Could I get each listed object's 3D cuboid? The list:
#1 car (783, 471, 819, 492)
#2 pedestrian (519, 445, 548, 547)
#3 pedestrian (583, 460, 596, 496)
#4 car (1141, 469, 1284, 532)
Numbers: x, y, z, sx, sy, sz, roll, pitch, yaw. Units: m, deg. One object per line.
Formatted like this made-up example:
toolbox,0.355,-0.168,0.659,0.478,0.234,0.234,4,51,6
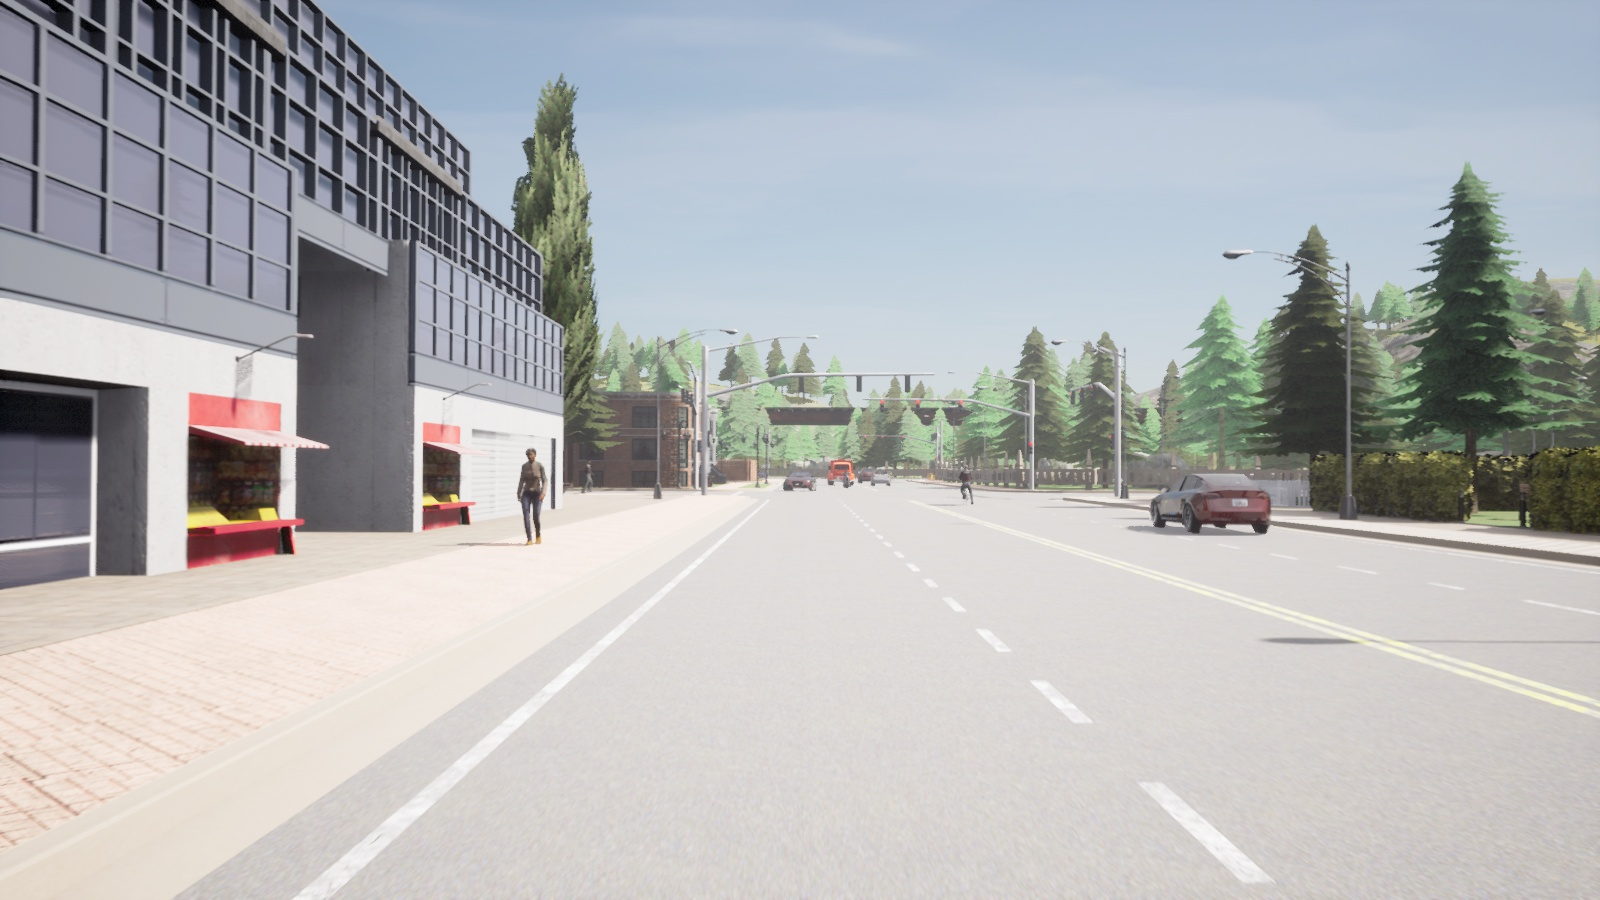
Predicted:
car,0.066,2.184,87.741,1.994,1.385,4.181,0,-1,7
pedestrian,-4.807,0.827,22.660,0.328,1.805,0.869,0,-1,0
pedestrian,-11.359,1.525,67.655,0.666,1.930,0.402,0,-1,-7
car,10.612,1.258,32.705,2.163,1.488,4.792,0,-1,0
